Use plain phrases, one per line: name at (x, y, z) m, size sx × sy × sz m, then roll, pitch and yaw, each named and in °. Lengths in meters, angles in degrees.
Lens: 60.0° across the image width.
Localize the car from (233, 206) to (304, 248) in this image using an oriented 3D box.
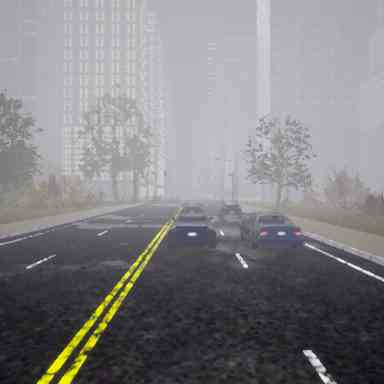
car at (3.255, 1.562, 14.626) m, size 2.033 × 1.411 × 5.357 m, roll 0°, pitch 0°, yaw 0°

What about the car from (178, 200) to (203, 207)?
car at (0.011, 1.566, 29.628) m, size 1.994 × 1.385 × 4.181 m, roll 0°, pitch 0°, yaw 0°

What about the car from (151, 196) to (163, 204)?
car at (-6.477, 1.519, 62.655) m, size 1.837 × 1.490 × 4.892 m, roll 0°, pitch 0°, yaw 0°

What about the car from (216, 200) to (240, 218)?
car at (3.261, 1.489, 29.628) m, size 2.128 × 1.511 × 4.902 m, roll 0°, pitch 0°, yaw 0°

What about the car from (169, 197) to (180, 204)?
car at (-3.227, 1.614, 62.624) m, size 1.895 × 1.301 × 4.718 m, roll 0°, pitch 0°, yaw 0°

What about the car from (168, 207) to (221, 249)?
car at (0.005, 1.572, 14.627) m, size 1.994 × 1.385 × 4.181 m, roll 0°, pitch 0°, yaw 0°
